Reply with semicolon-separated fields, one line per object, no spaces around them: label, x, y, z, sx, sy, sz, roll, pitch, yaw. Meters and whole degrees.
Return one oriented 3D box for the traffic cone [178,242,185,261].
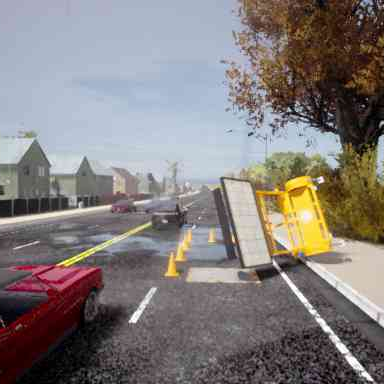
traffic cone;-0.389;1.947;11.034;0.340;0.580;0.340;0;0;4

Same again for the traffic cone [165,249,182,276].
traffic cone;-0.538;1.949;9.039;0.340;0.580;0.340;0;0;4

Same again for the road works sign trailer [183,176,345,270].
road works sign trailer;2.020;0.920;9.653;3.560;2.380;2.880;5;-23;-45

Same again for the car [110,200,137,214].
car;-7.106;1.529;34.823;1.994;1.385;4.181;0;0;4

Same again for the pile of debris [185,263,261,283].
pile of debris;0.819;2.159;8.951;1.860;0.140;1.500;0;0;4

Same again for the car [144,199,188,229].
car;-1.372;1.473;21.650;2.128;1.511;4.902;0;0;4

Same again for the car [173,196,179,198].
car;-3.931;1.138;76.020;2.033;1.411;5.357;0;0;4

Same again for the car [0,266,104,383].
car;-2.682;1.598;4.087;1.895;1.301;4.718;0;0;4
